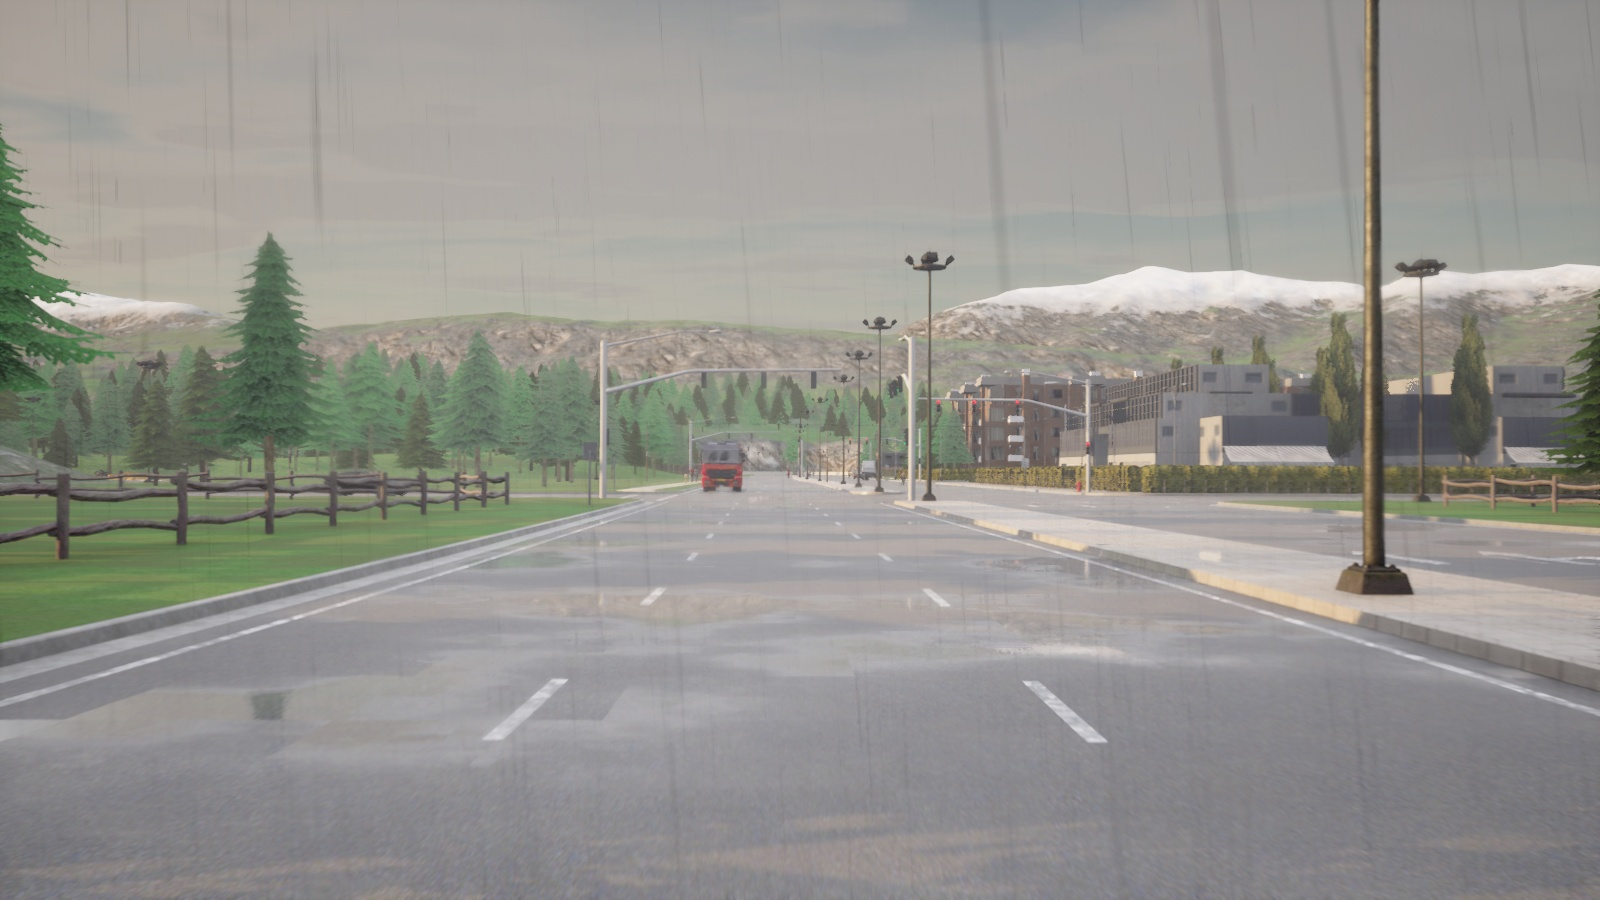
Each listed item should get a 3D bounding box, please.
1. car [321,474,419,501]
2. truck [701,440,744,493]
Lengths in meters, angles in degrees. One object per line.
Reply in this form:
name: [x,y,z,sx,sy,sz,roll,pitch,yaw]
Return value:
car: [-24.258,2.100,71.021,4.792,1.488,2.163,0,-1,-1]
truck: [-5.731,1.250,94.210,2.891,3.827,8.468,0,-1,-2]
